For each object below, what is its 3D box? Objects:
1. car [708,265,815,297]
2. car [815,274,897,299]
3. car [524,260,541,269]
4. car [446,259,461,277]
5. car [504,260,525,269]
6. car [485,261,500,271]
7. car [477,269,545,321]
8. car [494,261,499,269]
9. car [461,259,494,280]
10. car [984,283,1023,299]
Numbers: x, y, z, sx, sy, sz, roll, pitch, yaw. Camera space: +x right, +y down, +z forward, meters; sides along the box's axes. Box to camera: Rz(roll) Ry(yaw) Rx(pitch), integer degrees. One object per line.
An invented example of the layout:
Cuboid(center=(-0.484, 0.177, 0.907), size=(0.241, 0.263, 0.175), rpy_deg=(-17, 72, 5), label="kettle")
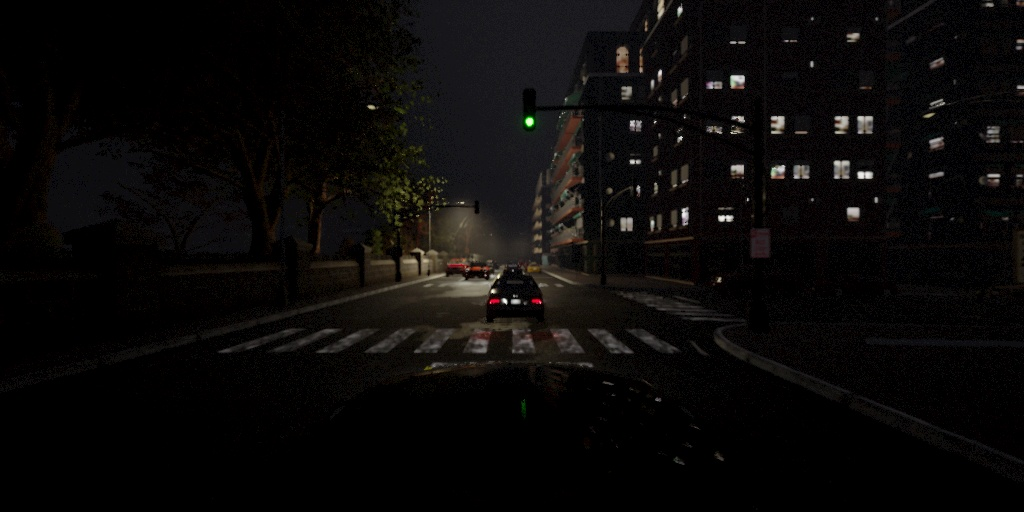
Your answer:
Cuboid(center=(14.595, 1.422, 21.485), size=(5.009, 1.841, 2.192), rpy_deg=(0, 0, 0), label="car")
Cuboid(center=(20.290, 1.755, 21.504), size=(4.507, 1.381, 1.888), rpy_deg=(0, 0, 0), label="car")
Cuboid(center=(2.683, 1.459, 43.775), size=(1.751, 1.417, 4.829), rpy_deg=(0, 0, 0), label="car")
Cuboid(center=(-5.696, 1.222, 38.067), size=(2.192, 1.841, 5.009), rpy_deg=(0, 0, 0), label="car")
Cuboid(center=(0.093, 1.476, 39.130), size=(1.994, 1.385, 4.181), rpy_deg=(0, 0, 0), label="car")
Cuboid(center=(-3.070, 1.565, 57.326), size=(1.994, 1.385, 4.181), rpy_deg=(0, 0, 0), label="car")
Cuboid(center=(0.098, 1.343, 12.623), size=(2.033, 1.411, 5.357), rpy_deg=(0, 0, 0), label="car")
Cuboid(center=(-3.096, 1.427, 43.938), size=(2.128, 1.511, 4.902), rpy_deg=(0, 0, 0), label="car")
Cuboid(center=(-3.077, 1.235, 32.766), size=(2.097, 1.767, 4.553), rpy_deg=(0, 0, 0), label="car")
Cuboid(center=(31.511, 1.942, 21.540), size=(4.829, 1.417, 1.751), rpy_deg=(0, 0, 0), label="car")
